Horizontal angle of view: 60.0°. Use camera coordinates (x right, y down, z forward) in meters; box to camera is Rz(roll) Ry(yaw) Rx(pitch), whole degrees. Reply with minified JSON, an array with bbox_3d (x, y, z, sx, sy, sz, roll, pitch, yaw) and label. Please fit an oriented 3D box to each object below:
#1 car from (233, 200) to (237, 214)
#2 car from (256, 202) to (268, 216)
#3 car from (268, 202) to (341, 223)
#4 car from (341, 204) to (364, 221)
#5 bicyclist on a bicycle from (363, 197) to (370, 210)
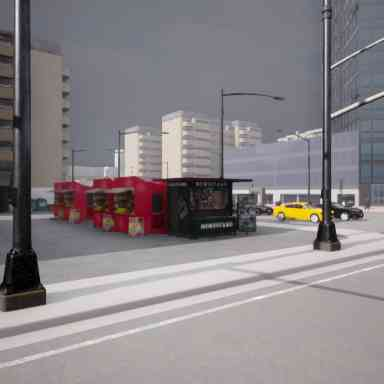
[{"bbox_3d":[3.127,1.455,34.907,2.150,2.045,5.566,0,-1,-36],"label":"car"},{"bbox_3d":[6.771,1.778,35.835,1.994,1.385,4.181,0,-1,-36],"label":"car"},{"bbox_3d":[8.948,1.589,26.838,1.882,1.535,5.008,0,-1,-38],"label":"car"},{"bbox_3d":[12.052,1.587,28.553,1.882,1.535,5.008,0,-1,-36],"label":"car"},{"bbox_3d":[22.309,1.466,42.475,1.656,1.620,0.582,0,0,-36],"label":"bicyclist on a bicycle"}]
